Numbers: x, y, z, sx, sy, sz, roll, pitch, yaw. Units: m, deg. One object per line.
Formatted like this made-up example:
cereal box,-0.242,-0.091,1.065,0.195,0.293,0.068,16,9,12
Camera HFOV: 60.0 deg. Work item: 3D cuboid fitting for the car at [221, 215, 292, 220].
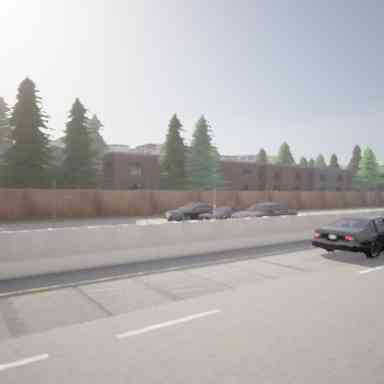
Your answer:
car,4.342,1.435,20.027,4.553,1.767,2.097,0,0,-36

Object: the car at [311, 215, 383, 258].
car,6.914,1.614,13.011,5.357,1.411,2.033,0,0,-36

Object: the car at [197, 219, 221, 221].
car,2.394,1.652,22.936,4.181,1.385,1.994,0,0,-36
